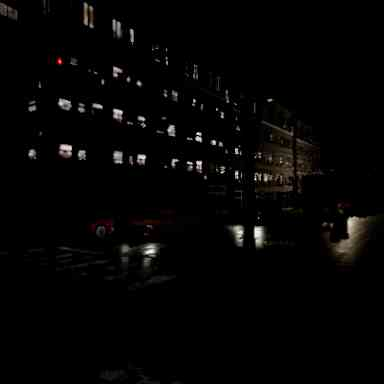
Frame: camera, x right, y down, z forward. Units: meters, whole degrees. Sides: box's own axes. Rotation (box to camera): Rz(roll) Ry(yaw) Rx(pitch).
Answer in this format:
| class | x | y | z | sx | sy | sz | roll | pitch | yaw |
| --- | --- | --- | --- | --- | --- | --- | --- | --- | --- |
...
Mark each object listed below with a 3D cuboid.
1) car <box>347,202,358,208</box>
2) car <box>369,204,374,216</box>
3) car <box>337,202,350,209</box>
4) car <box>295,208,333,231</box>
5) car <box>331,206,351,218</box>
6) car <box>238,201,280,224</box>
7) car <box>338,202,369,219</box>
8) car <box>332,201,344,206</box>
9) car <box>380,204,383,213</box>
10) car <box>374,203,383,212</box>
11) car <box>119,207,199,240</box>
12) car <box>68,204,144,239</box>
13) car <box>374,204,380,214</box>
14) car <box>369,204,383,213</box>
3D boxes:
| class | x | y | z | sx | sy | sz | roll | pitch | yaw |
| --- | --- | --- | --- | --- | --- | --- | --- | --- | --- |
| car | 40.896 | 3.358 | 84.662 | 1.947 | 1.339 | 4.313 | -2 | -2 | 35 |
| car | 21.834 | 2.426 | 42.797 | 1.752 | 1.417 | 4.829 | -2 | -2 | 35 |
| car | 34.386 | 3.019 | 75.346 | 1.967 | 1.590 | 4.097 | -2 | -2 | 35 |
| car | 8.717 | 2.062 | 24.017 | 1.802 | 1.307 | 4.206 | -2 | -2 | 35 |
| car | 11.972 | 2.135 | 28.678 | 2.008 | 1.369 | 4.403 | -2 | -2 | 35 |
| car | 6.310 | 1.811 | 30.601 | 2.150 | 2.045 | 5.566 | 0 | -2 | 35 |
| car | 18.480 | 2.233 | 37.999 | 1.967 | 1.590 | 4.097 | -2 | -2 | 35 |
| car | 31.130 | 2.788 | 70.691 | 2.192 | 1.841 | 5.009 | -2 | -2 | 35 |
| car | 28.343 | 2.636 | 52.115 | 1.752 | 1.417 | 4.829 | -2 | -2 | 35 |
| car | 34.853 | 2.847 | 61.435 | 1.752 | 1.417 | 4.829 | -2 | -2 | 35 |
| car | -1.551 | 1.815 | 19.348 | 1.882 | 1.535 | 5.008 | 0 | -1 | 35 |
| car | -4.672 | 1.636 | 19.435 | 2.192 | 1.841 | 5.009 | -2 | -2 | 35 |
| car | 24.991 | 2.568 | 47.316 | 1.947 | 1.339 | 4.313 | -2 | -2 | 35 |
| car | 31.500 | 2.757 | 56.635 | 1.887 | 1.381 | 4.507 | -2 | -2 | 35 |
